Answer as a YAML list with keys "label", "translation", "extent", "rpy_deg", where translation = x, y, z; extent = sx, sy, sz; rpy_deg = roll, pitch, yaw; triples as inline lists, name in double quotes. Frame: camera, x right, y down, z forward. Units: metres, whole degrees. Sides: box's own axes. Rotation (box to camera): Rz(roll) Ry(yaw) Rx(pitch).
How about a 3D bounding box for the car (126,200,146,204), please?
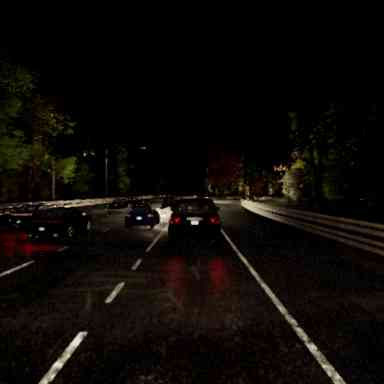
- label: "car"
  translation: [-6.892, 1.726, 44.016]
  extent: [2.033, 1.411, 5.357]
  rpy_deg: [0, 0, 0]

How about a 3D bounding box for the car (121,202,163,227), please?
- label: "car"
  translation: [-3.396, 1.659, 23.386]
  extent: [1.994, 1.385, 4.181]
  rpy_deg: [0, 0, 0]

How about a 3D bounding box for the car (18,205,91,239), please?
- label: "car"
  translation: [-6.896, 1.550, 17.739]
  extent: [1.882, 1.535, 5.008]
  rpy_deg: [0, 0, 0]

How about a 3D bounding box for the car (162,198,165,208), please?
- label: "car"
  translation: [-3.390, 1.553, 49.954]
  extent: [2.097, 1.767, 4.553]
  rpy_deg: [0, 0, 0]

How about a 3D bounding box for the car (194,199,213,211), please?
- label: "car"
  translation: [1.612, 1.728, 44.620]
  extent: [2.033, 1.411, 5.357]
  rpy_deg: [0, 0, 6]

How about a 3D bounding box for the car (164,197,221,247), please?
- label: "car"
  translation: [0.138, 1.286, 15.547]
  extent: [2.150, 2.045, 5.566]
  rpy_deg: [0, 0, 1]

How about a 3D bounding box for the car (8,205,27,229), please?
- label: "car"
  translation: [-10.396, 1.583, 22.405]
  extent: [2.128, 1.511, 4.902]
  rpy_deg: [0, 0, 0]

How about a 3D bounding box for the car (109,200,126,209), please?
- label: "car"
  translation: [-10.390, 1.756, 47.470]
  extent: [1.994, 1.385, 4.181]
  rpy_deg: [0, 0, 0]
